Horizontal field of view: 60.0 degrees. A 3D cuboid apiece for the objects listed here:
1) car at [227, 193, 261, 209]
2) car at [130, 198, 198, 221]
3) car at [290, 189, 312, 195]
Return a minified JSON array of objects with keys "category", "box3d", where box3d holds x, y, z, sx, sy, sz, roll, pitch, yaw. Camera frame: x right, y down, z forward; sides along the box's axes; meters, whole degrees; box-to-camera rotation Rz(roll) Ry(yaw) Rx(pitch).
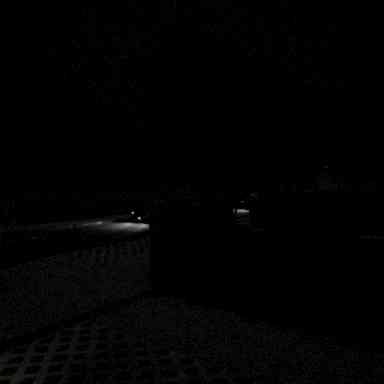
[{"category":"car","box3d":[5.012,0.794,31.335,1.812,1.442,4.674,0,1,36]},{"category":"car","box3d":[-1.608,1.112,22.044,2.033,1.411,5.357,0,1,36]},{"category":"car","box3d":[14.757,0.334,44.884,1.837,1.490,4.892,0,1,36]}]
